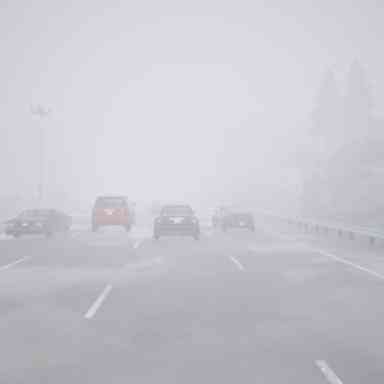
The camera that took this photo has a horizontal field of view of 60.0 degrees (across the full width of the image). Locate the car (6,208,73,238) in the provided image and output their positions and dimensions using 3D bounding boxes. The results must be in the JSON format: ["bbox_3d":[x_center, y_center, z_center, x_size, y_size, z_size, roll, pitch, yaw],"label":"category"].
[{"bbox_3d":[-7.907,1.541,17.714,2.033,1.411,5.357,0,0,-6],"label":"car"}]

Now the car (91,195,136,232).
[{"bbox_3d":[-4.699,1.205,20.418,2.150,2.045,5.566,0,0,-6],"label":"car"}]

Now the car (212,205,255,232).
[{"bbox_3d":[2.396,1.496,19.810,1.812,1.442,4.674,0,0,-6],"label":"car"}]

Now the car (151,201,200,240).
[{"bbox_3d":[-0.855,1.332,16.934,2.097,1.767,4.553,0,0,-5],"label":"car"}]
